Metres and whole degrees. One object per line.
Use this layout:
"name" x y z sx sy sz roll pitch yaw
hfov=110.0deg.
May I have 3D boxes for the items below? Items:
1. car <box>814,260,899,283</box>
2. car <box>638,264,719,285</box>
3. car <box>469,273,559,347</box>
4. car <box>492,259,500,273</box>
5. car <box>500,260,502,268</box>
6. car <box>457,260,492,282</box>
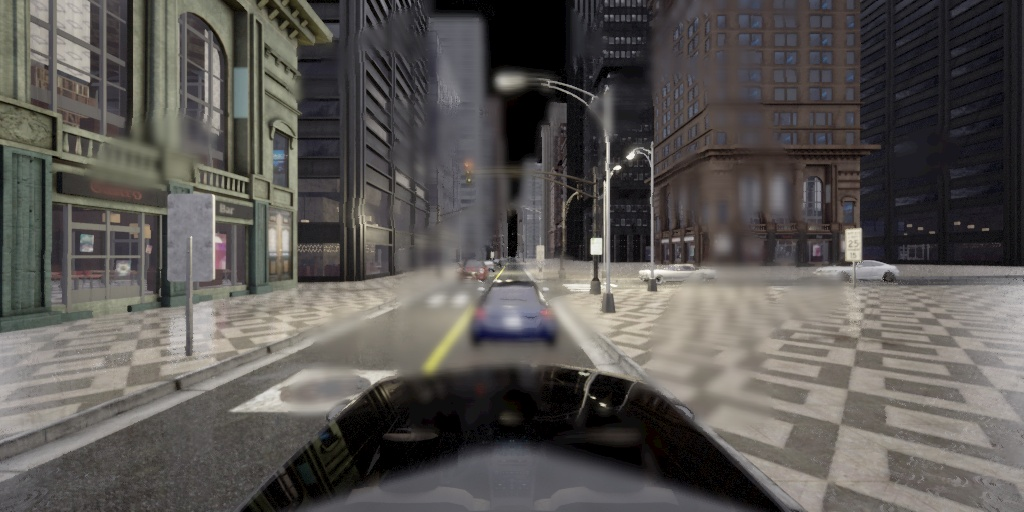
"car" 22.945 0.990 23.935 4.674 1.442 1.812 -1 0 0
"car" 10.970 1.205 23.969 4.718 1.301 1.895 -1 0 0
"car" 0.064 1.314 9.312 1.994 1.385 4.181 0 0 1
"car" -2.959 1.301 44.130 2.033 1.411 5.357 0 0 0
"car" -2.852 1.238 64.022 1.882 1.535 5.008 0 0 1
"car" -3.013 1.102 28.463 2.097 1.767 4.553 0 0 0
